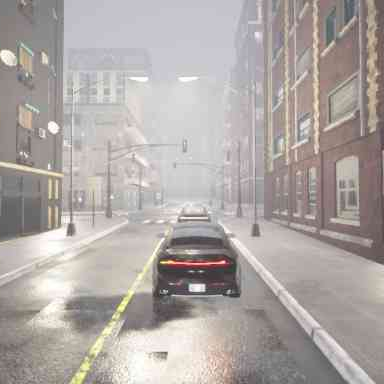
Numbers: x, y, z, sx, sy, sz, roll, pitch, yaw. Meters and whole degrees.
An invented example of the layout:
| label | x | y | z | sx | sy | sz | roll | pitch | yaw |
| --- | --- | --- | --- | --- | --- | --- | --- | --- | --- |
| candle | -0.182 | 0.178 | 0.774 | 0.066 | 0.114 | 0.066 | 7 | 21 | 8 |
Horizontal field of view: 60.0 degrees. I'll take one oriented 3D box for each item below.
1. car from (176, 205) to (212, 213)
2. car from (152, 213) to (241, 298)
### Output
| label | x | y | z | sx | sy | sz | roll | pitch | yaw |
| --- | --- | --- | --- | --- | --- | --- | --- | --- | --- |
| car | 0.130 | 1.511 | 18.913 | 2.128 | 1.511 | 4.902 | 0 | 0 | 0 |
| car | 0.106 | 1.511 | 8.521 | 1.837 | 1.490 | 4.892 | 0 | 0 | 0 |
